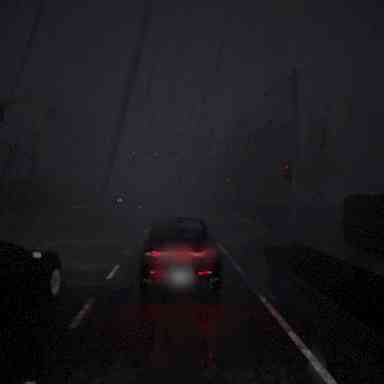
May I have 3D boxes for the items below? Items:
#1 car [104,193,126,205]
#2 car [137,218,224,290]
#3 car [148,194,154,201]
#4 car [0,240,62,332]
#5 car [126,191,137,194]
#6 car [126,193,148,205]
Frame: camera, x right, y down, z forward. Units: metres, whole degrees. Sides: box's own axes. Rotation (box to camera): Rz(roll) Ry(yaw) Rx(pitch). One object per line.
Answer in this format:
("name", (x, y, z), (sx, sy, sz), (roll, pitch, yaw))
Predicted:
("car", (-11.912, 1.219, 50.786), (2.033, 1.411, 5.357), (0, 0, -1))
("car", (-0.320, 1.431, 8.900), (2.128, 1.511, 4.902), (0, 0, -3))
("car", (-8.737, 1.061, 66.764), (2.128, 1.511, 4.902), (0, 1, -1))
("car", (-3.659, 1.446, 5.211), (1.882, 1.535, 5.008), (0, 0, -2))
("car", (-12.238, 0.784, 66.902), (2.150, 2.045, 5.566), (0, 1, -1))
("car", (-8.413, 1.231, 50.821), (1.994, 1.385, 4.181), (0, 0, -1))
